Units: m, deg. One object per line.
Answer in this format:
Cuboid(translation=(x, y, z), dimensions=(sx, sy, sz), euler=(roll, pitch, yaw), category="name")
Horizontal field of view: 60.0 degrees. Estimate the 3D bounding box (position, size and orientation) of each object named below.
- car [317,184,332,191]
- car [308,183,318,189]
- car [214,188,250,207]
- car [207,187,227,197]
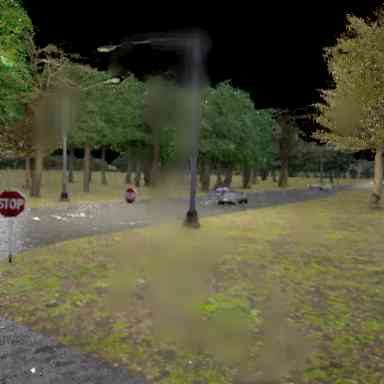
Cuboid(translation=(30.958, -1.010, 76.828), dimensions=(1.994, 1.385, 4.181), euler=(4, 4, 30), category="car")
Cuboid(translation=(30.462, -1.449, 83.112), dimensions=(1.837, 1.490, 4.892), euler=(4, 4, 35), category="car")
Cuboid(translation=(4.463, 0.671, 34.530), dimensions=(1.994, 1.385, 4.181), euler=(4, 4, 35), category="car")
Cuboid(translation=(3.858, 0.039, 45.724), dimensions=(1.812, 1.442, 4.674), euler=(4, 5, 35), category="car")
